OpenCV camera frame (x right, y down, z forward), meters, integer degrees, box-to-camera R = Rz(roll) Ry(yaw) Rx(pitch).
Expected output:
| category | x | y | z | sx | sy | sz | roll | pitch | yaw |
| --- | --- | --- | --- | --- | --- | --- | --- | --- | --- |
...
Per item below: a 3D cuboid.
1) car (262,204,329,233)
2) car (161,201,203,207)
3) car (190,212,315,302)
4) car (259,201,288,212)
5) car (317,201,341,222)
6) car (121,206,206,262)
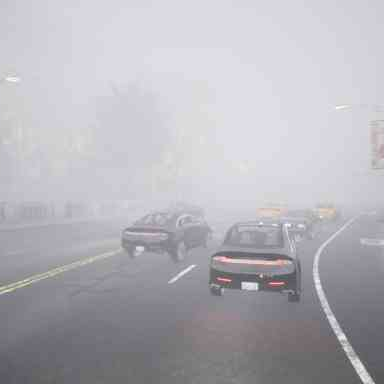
| category | x | y | z | sx | sy | sz | roll | pitch | yaw |
| --- | --- | --- | --- | --- | --- | --- | --- | --- | --- |
| car | 5.559 | 1.547 | 17.320 | 2.033 | 1.411 | 5.357 | 0 | 0 | 29 |
| car | -0.885 | 1.331 | 20.379 | 2.128 | 1.511 | 4.902 | 0 | 0 | 30 |
| car | 1.695 | 1.492 | 8.368 | 2.128 | 1.511 | 4.902 | 0 | 0 | 15 |
| car | 6.909 | 1.477 | 26.684 | 1.882 | 1.535 | 5.008 | 0 | 0 | 30 |
| car | 10.584 | 1.456 | 26.274 | 1.801 | 1.575 | 5.366 | 0 | 0 | 30 |
| car | -0.688 | 1.489 | 12.243 | 2.128 | 1.511 | 4.902 | 0 | 0 | 21 |
